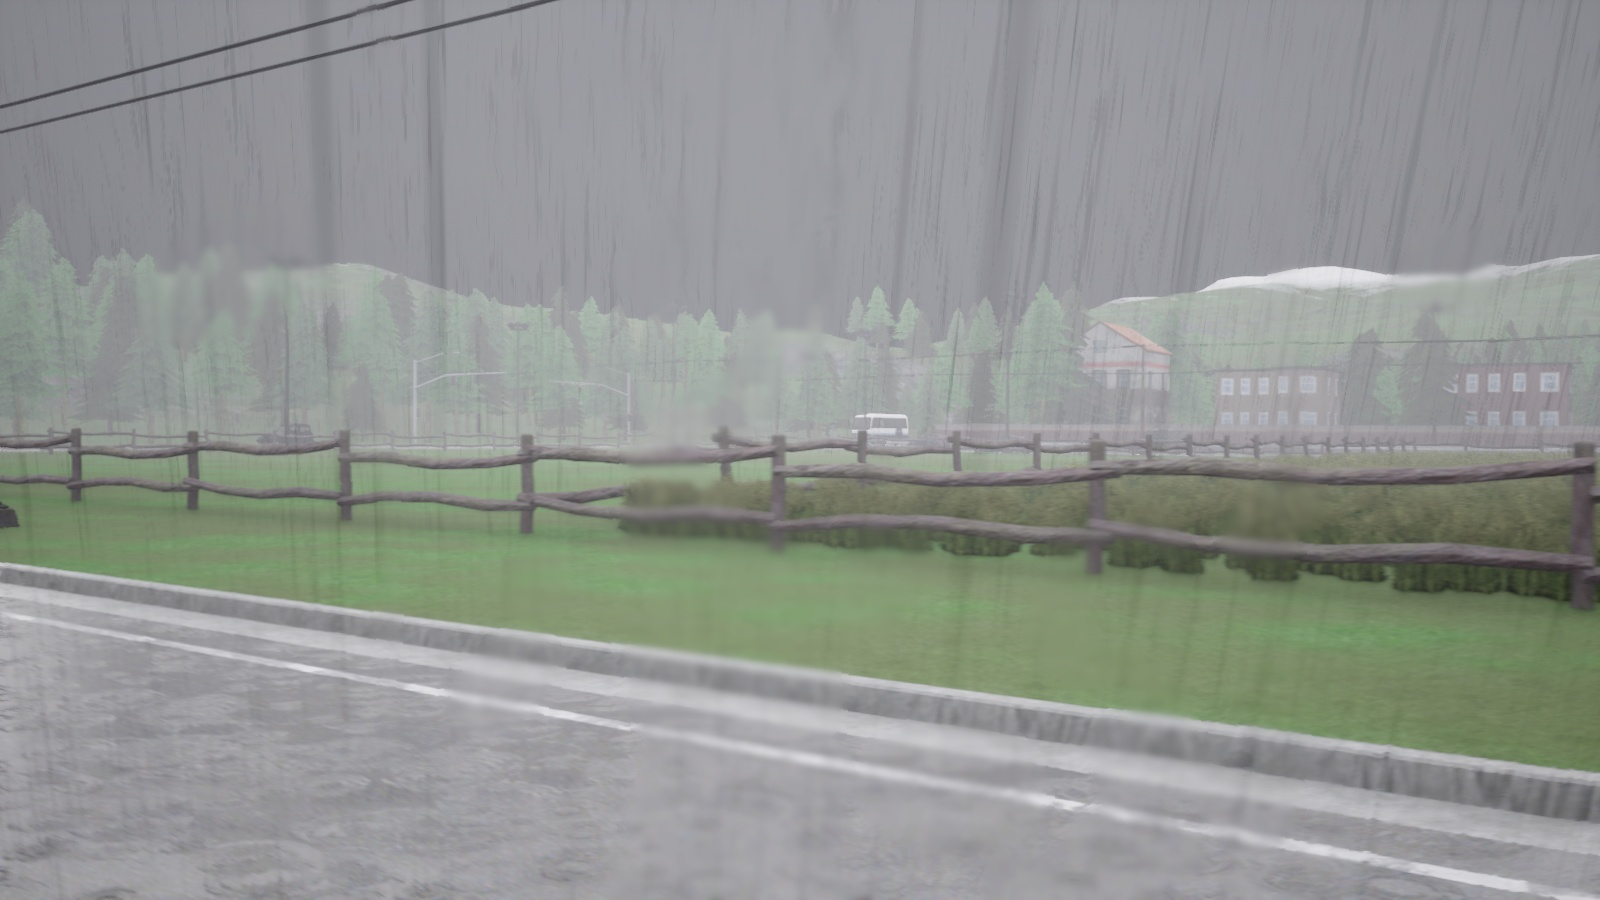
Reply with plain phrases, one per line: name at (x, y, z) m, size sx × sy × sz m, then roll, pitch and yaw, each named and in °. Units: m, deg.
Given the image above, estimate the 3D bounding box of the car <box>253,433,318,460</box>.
car at (-36.910, -0.289, 90.157) m, size 1.905 × 1.878 × 3.866 m, roll 0°, pitch 1°, yaw 34°

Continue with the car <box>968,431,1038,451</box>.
car at (15.651, -0.692, 96.845) m, size 4.792 × 1.488 × 2.163 m, roll 0°, pitch 1°, yaw 34°
